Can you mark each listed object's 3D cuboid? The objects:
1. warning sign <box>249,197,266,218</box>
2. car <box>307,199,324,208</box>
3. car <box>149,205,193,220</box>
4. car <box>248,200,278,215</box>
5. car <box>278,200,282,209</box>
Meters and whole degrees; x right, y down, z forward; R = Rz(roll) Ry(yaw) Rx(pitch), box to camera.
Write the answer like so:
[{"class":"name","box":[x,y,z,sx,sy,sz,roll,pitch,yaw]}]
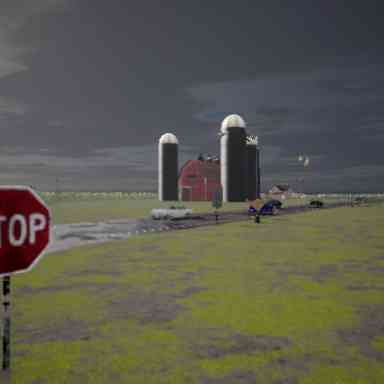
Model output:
[{"class":"warning sign","box":[6.138,1.459,31.205,1.300,1.860,1.060,0,0,36]},{"class":"car","box":[22.061,2.027,59.380,2.128,1.511,4.902,0,-1,36]},{"class":"car","box":[-1.961,1.943,32.184,1.895,1.301,4.718,0,0,36]},{"class":"car","box":[8.352,1.923,40.253,1.812,1.442,4.674,0,0,35]},{"class":"car","box":[12.752,1.984,52.583,1.837,1.490,4.892,0,-1,36]}]
